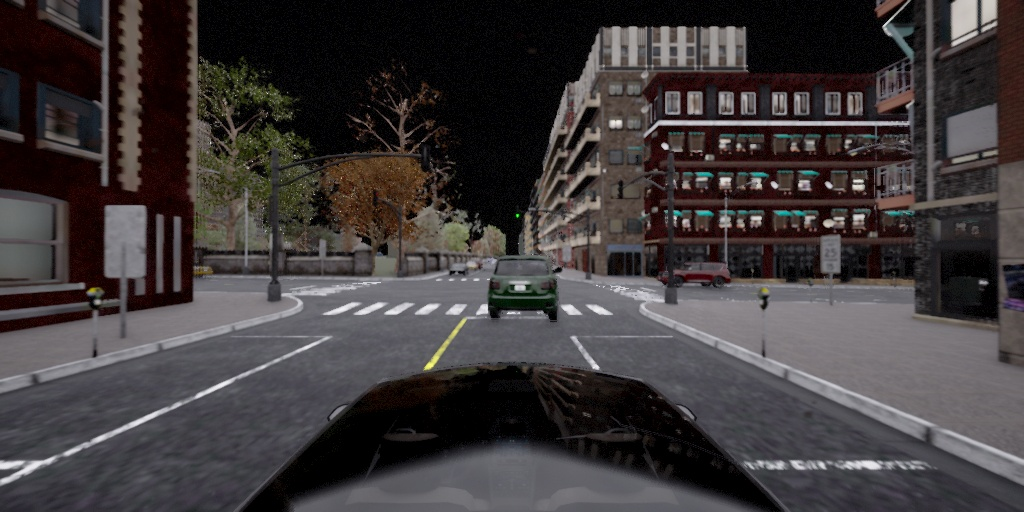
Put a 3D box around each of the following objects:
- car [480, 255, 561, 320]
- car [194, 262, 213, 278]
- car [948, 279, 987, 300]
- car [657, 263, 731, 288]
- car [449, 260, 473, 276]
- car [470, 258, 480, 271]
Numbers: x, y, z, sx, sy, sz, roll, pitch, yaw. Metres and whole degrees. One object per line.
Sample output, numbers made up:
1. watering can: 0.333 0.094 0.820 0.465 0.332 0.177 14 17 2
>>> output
1. car: 0.586 0.988 12.869 2.150 2.045 5.566 0 0 8
2. car: -24.744 0.911 26.206 4.829 1.417 1.751 0 0 -1
3. car: 24.955 1.820 18.335 4.207 1.307 1.802 0 0 -1
4. car: 13.448 1.385 26.573 5.009 1.841 2.192 0 0 -1
5. car: -5.692 1.376 38.913 1.948 1.339 4.313 0 0 0
6. car: -5.693 1.360 50.004 1.751 1.417 4.829 0 0 0
